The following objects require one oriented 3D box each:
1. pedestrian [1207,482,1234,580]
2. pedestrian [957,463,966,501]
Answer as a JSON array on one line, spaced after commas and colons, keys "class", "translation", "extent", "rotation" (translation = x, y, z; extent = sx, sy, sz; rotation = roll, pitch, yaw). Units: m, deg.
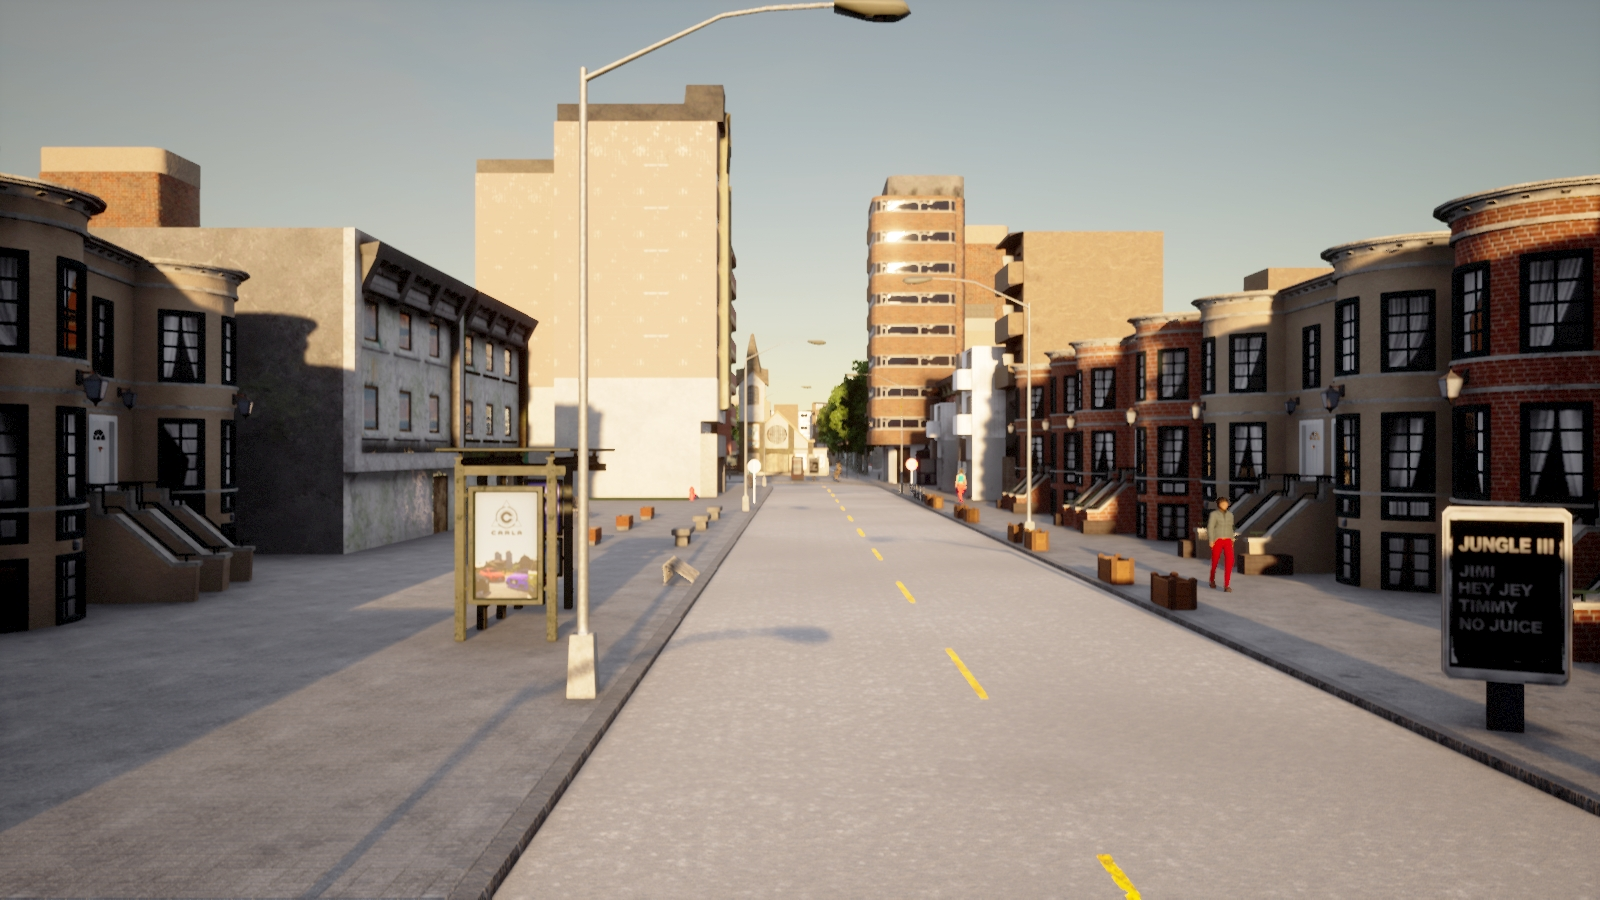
[{"class": "pedestrian", "translation": [8.054, 1.541, 21.869], "extent": [0.375, 1.860, 0.375], "rotation": [0, 0, 0]}, {"class": "pedestrian", "translation": [7.967, 1.564, 56.365], "extent": [0.375, 1.860, 0.375], "rotation": [0, 0, -3]}]
